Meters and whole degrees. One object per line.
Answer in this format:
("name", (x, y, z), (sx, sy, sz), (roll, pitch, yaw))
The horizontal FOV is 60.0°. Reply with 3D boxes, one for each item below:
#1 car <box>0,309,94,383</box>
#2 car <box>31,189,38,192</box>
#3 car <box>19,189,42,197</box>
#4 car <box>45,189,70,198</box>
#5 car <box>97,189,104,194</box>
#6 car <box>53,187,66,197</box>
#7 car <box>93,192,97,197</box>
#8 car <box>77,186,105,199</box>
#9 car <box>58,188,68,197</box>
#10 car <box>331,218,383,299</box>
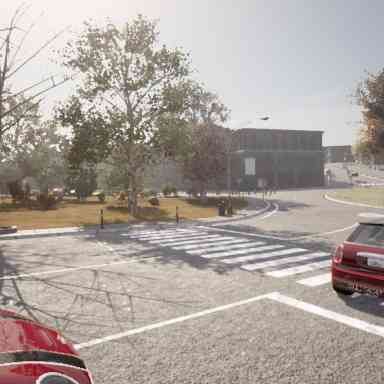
("car", (-2.812, 1.353, 1.740), (4.553, 1.767, 2.097), (0, 0, -36))
("car", (-33.330, 0.102, 74.536), (2.185, 1.767, 4.553), (0, 2, 18))
("car", (-37.946, 0.151, 78.285), (2.097, 1.535, 5.008), (0, 3, 19))
("car", (-28.652, 0.294, 70.883), (2.231, 1.521, 4.892), (-1, 2, 18))
("car", (-14.467, 0.125, 60.034), (2.185, 1.767, 4.553), (-2, 2, 16))
("car", (-26.308, 0.062, 69.023), (2.435, 2.045, 5.566), (0, 2, 18))
("car", (-16.879, 0.287, 61.662), (1.946, 1.575, 5.366), (-1, 2, 17))
("car", (-19.216, 0.054, 63.657), (2.435, 2.045, 5.566), (-2, 2, 17))
("car", (-23.947, 0.351, 67.215), (2.163, 1.488, 4.792), (-1, 2, 17))
("car", (5.162, 1.324, 7.373), (4.553, 1.767, 2.097), (0, 0, -35))
